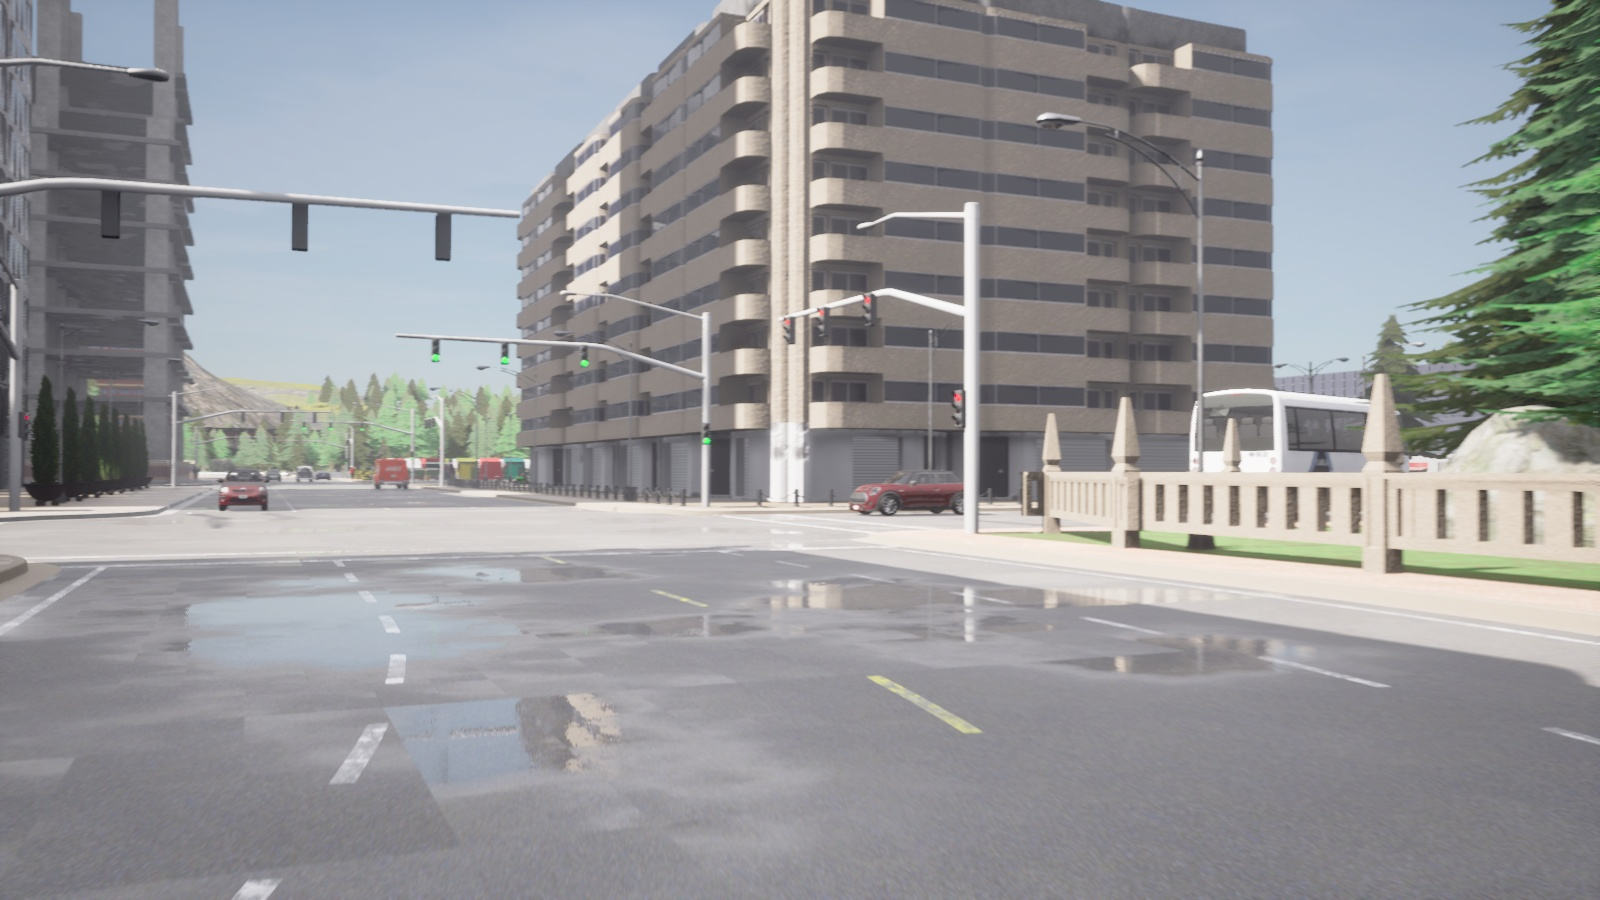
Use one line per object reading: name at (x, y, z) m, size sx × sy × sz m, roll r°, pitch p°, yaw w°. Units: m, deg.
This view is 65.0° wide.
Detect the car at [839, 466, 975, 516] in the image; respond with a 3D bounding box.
car at (3.964, 1.486, 46.423) m, size 4.553 × 1.767 × 2.097 m, roll 0°, pitch -1°, yaw -24°

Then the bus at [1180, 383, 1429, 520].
bus at (17.764, 0.133, 43.727) m, size 10.273 × 4.253 × 3.944 m, roll 1°, pitch -1°, yaw -42°

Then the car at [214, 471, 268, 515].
car at (-21.609, 1.640, 48.621) m, size 1.851 × 1.617 × 3.988 m, roll 0°, pitch -1°, yaw -23°
